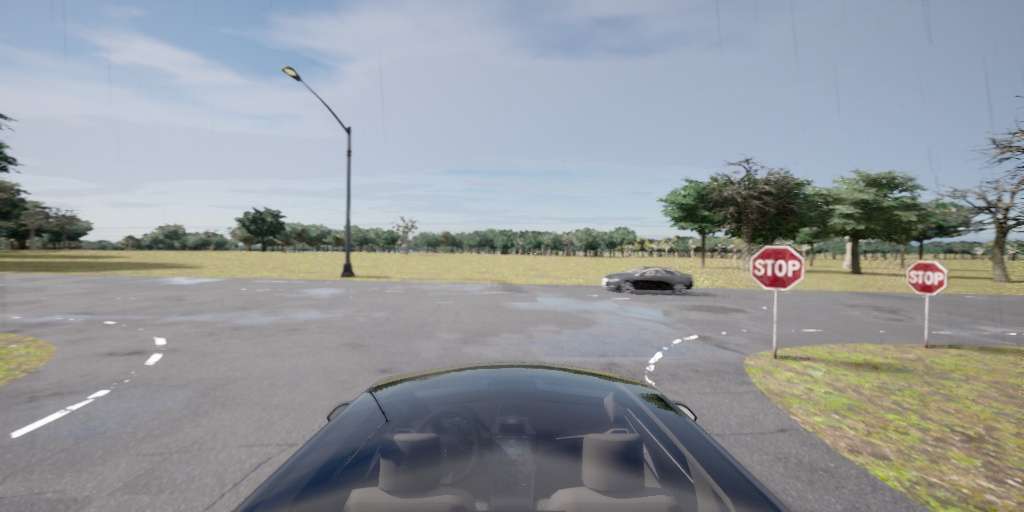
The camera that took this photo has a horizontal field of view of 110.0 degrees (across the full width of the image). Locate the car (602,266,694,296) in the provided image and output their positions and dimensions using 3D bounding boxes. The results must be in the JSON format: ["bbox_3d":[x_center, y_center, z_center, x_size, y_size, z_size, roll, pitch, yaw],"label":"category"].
[{"bbox_3d":[7.599,1.322,20.098,4.902,1.511,2.128,1,2,-3],"label":"car"}]
